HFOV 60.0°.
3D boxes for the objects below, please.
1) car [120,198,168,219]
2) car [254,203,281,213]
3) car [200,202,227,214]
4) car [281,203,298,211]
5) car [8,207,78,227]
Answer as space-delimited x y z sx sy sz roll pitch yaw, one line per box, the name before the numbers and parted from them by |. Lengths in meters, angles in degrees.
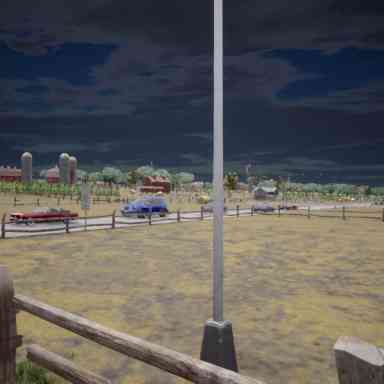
car | -4.772 1.603 34.003 2.150 2.045 5.566 2 0 34
car | 11.342 2.425 51.341 2.033 1.411 5.357 2 0 36
car | 2.919 2.112 44.651 1.837 1.490 4.892 2 0 36
car | 17.540 2.673 59.910 1.895 1.301 4.718 2 0 36
car | -11.154 1.800 25.199 1.895 1.301 4.718 2 0 36
